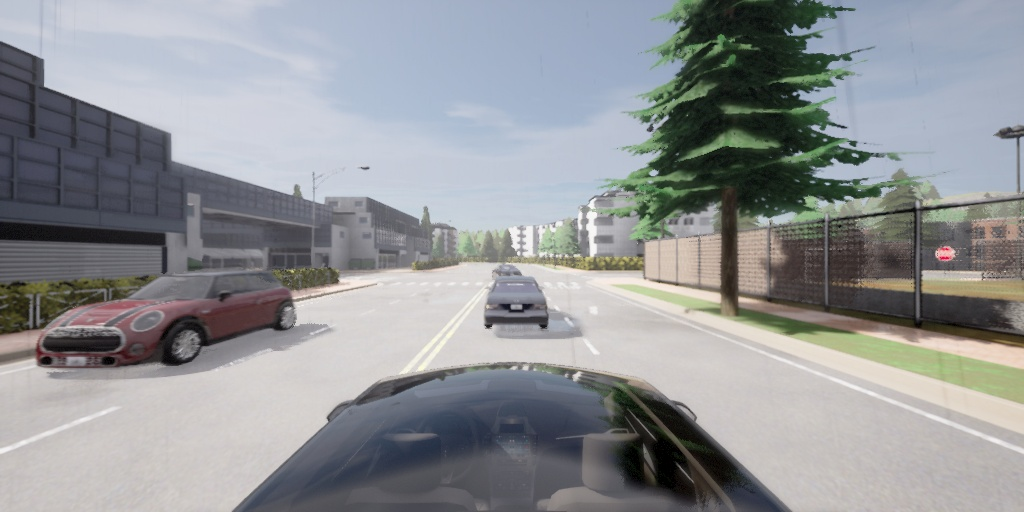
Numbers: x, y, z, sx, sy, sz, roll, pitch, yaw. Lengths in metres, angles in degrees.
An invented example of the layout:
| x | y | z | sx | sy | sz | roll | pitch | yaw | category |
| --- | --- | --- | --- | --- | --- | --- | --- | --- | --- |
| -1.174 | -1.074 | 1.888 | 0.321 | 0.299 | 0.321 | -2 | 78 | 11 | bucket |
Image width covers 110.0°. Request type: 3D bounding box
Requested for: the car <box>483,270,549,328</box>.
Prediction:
| x | y | z | sx | sy | sz | roll | pitch | yaw | category |
| --- | --- | --- | --- | --- | --- | --- | --- | --- | --- |
| 0.112 | 1.342 | 11.562 | 2.033 | 1.411 | 5.357 | 0 | 0 | 0 | car |

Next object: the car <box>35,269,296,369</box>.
| x | y | z | sx | sy | sz | roll | pitch | yaw | category |
| --- | --- | --- | --- | --- | --- | --- | --- | --- | --- |
| -7.082 | 1.131 | 8.079 | 2.097 | 1.767 | 4.553 | 0 | 0 | 0 | car |

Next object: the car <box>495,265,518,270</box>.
| x | y | z | sx | sy | sz | roll | pitch | yaw | category |
| --- | --- | --- | --- | --- | --- | --- | --- | --- | --- |
| -0.558 | 1.422 | 29.666 | 2.033 | 1.411 | 5.357 | 0 | 0 | -11 | car |
